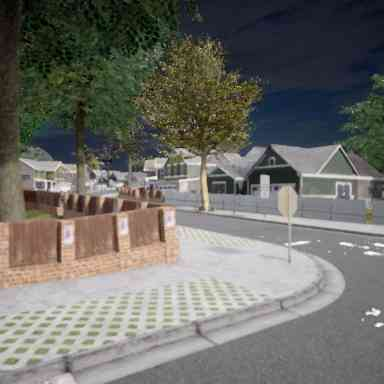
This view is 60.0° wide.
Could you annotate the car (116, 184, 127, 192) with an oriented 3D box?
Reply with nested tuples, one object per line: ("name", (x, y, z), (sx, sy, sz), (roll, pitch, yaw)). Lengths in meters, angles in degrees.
("car", (-19.517, -0.930, 91.774), (1.882, 1.535, 5.008), (0, 2, -1))

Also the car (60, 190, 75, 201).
("car", (-17.832, 0.466, 47.187), (2.128, 1.511, 4.902), (0, 1, -31))
